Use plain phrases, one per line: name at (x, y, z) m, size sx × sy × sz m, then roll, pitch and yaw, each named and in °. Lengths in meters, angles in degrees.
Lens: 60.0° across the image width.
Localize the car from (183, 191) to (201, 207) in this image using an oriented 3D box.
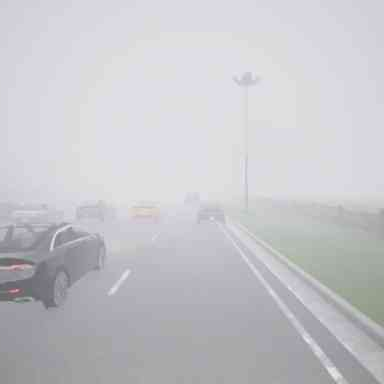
car at (0.019, 0.897, 44.499) m, size 2.150 × 2.045 × 5.566 m, roll 0°, pitch 1°, yaw 0°

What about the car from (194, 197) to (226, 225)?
car at (1.224, 1.338, 22.738) m, size 1.837 × 1.490 × 4.892 m, roll 0°, pitch 0°, yaw 0°

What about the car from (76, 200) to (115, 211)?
car at (-6.901, 1.313, 24.196) m, size 2.128 × 1.511 × 4.902 m, roll 0°, pitch 0°, yaw 0°

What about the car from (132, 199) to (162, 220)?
car at (-3.401, 1.287, 25.885) m, size 1.882 × 1.535 × 5.008 m, roll 0°, pitch 0°, yaw 0°

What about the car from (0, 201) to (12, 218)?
car at (-13.901, 1.381, 24.887) m, size 1.994 × 1.385 × 4.181 m, roll 0°, pitch 0°, yaw 0°

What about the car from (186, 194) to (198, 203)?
car at (-0.001, 1.082, 57.672) m, size 1.837 × 1.490 × 4.892 m, roll 0°, pitch 0°, yaw 0°

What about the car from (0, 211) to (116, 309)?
car at (-3.401, 1.434, 7.718) m, size 2.128 × 1.511 × 4.902 m, roll 0°, pitch 0°, yaw 0°

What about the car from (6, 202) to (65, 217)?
car at (-10.402, 1.432, 22.900) m, size 1.895 × 1.301 × 4.718 m, roll 0°, pitch 0°, yaw 0°
